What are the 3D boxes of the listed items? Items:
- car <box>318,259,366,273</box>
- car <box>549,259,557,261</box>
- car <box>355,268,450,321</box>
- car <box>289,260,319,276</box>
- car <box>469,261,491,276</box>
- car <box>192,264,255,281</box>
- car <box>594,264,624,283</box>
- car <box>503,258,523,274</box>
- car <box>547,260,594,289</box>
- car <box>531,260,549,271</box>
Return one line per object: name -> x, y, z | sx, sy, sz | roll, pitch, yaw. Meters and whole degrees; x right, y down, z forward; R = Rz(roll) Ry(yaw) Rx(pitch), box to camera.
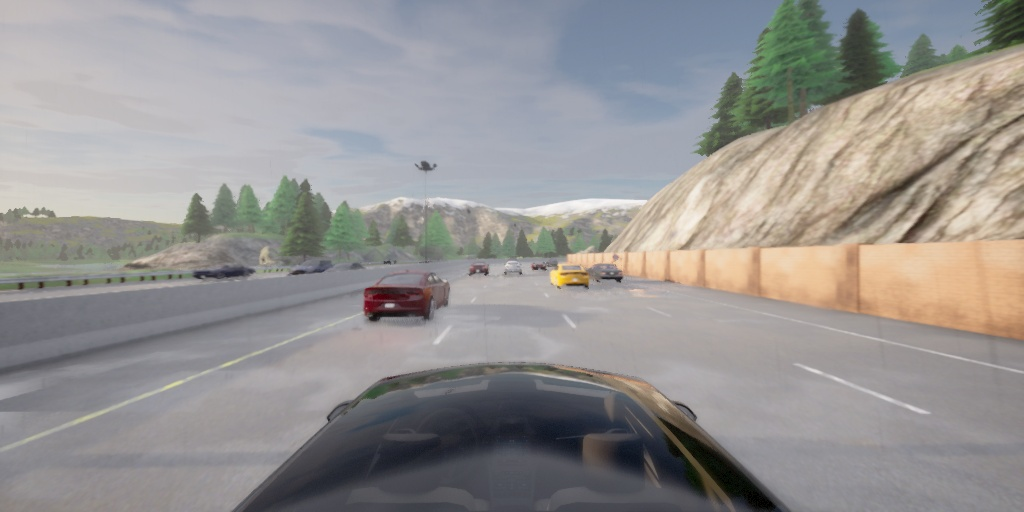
car -> -14.069, 1.257, 30.566 | 1.837, 1.490, 4.892 | 0, 0, 0
car -> 7.122, 1.243, 62.883 | 2.128, 1.511, 4.902 | 0, 0, 0
car -> -3.402, 1.228, 12.454 | 1.882, 1.535, 5.008 | 0, 0, 0
car -> -17.567, 1.102, 31.863 | 2.097, 1.767, 4.553 | 0, 0, 0
car -> -3.387, 1.277, 37.818 | 1.812, 1.442, 4.674 | 0, 0, 0
car -> -24.572, 1.352, 30.733 | 1.895, 1.301, 4.718 | 0, 0, 0
car -> 7.106, 1.298, 27.954 | 2.033, 1.411, 5.357 | 0, 0, 0
car -> 0.111, 1.277, 40.156 | 1.812, 1.442, 4.674 | 0, 0, 0
car -> 3.607, 1.228, 22.966 | 1.882, 1.535, 5.008 | 0, 0, 0
car -> 3.619, 1.351, 49.860 | 1.895, 1.301, 4.718 | 0, 0, 0
